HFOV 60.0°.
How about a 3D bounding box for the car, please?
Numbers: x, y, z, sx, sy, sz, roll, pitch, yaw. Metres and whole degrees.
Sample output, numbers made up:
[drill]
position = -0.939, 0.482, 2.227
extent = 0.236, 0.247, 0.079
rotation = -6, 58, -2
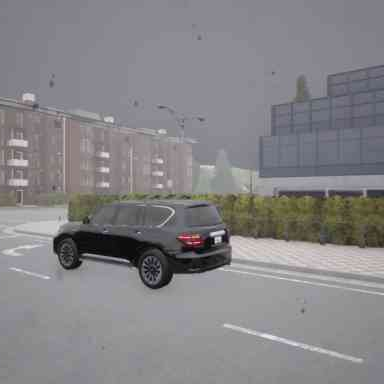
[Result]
[car]
position = -1.573, 1.221, 9.401
extent = 5.566, 2.045, 2.150
rotation = 0, 0, 35
